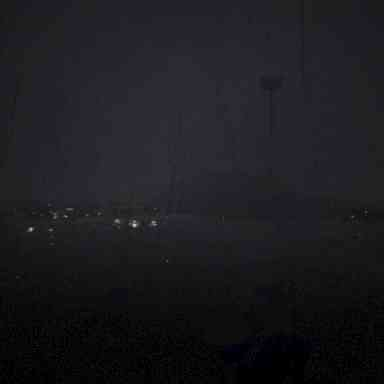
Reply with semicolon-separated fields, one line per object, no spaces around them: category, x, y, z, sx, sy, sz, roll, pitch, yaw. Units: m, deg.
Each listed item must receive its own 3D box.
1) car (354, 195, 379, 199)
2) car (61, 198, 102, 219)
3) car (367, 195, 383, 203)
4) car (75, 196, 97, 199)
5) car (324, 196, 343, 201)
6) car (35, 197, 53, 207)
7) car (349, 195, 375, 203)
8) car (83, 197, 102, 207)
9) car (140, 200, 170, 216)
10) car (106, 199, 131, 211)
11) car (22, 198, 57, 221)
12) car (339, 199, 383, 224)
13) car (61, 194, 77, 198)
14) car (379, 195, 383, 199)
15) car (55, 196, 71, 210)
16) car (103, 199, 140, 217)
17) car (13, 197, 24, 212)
car;30.445;1.238;58.950;2.097;1.767;4.553;0;0;-2
car;-10.049;1.568;29.977;2.033;1.411;5.357;0;0;-30
car;37.008;1.323;65.698;1.812;1.442;4.674;0;0;-9
car;-12.866;1.573;41.688;2.033;1.411;5.357;0;0;-30
car;29.236;1.437;68.923;1.994;1.385;4.181;0;0;-16
car;-24.121;1.603;54.081;2.033;1.411;5.357;0;0;-30
car;33.472;1.297;65.682;1.882;1.535;5.008;0;0;-12
car;-16.334;1.595;54.579;1.994;1.385;4.181;0;0;-30
car;-3.899;1.526;33.334;1.812;1.442;4.674;0;0;-30
car;-9.573;1.579;43.003;1.994;1.385;4.181;0;0;-30
car;-12.906;1.535;27.931;1.837;1.490;4.892;0;0;-30
car;12.515;1.479;24.191;1.812;1.442;4.674;0;0;45
car;-19.935;1.266;53.815;2.150;2.045;5.566;0;0;-30
car;33.752;1.099;55.074;2.150;2.045;5.566;0;0;5
car;-16.318;1.600;40.657;1.994;1.385;4.181;0;0;-30
car;-6.991;1.488;31.684;1.882;1.535;5.008;0;0;-30
car;-19.809;1.595;39.685;2.033;1.411;5.357;0;0;-30
